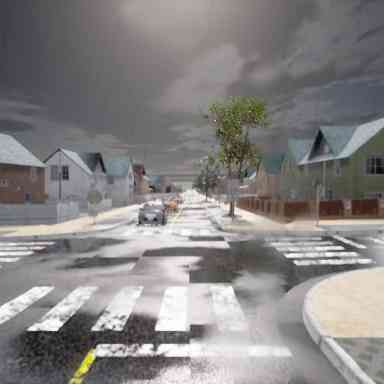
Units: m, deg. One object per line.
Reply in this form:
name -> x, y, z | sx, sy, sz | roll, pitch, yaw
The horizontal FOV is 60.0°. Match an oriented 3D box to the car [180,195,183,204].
car -> -2.762, 1.286, 60.307 | 2.097, 1.767, 4.553 | 0, 0, 0

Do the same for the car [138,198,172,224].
car -> -2.807, 1.466, 24.296 | 2.128, 1.511, 4.902 | 0, 0, -2

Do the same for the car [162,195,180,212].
car -> -2.852, 1.314, 38.686 | 2.097, 1.767, 4.553 | 0, 0, 0
